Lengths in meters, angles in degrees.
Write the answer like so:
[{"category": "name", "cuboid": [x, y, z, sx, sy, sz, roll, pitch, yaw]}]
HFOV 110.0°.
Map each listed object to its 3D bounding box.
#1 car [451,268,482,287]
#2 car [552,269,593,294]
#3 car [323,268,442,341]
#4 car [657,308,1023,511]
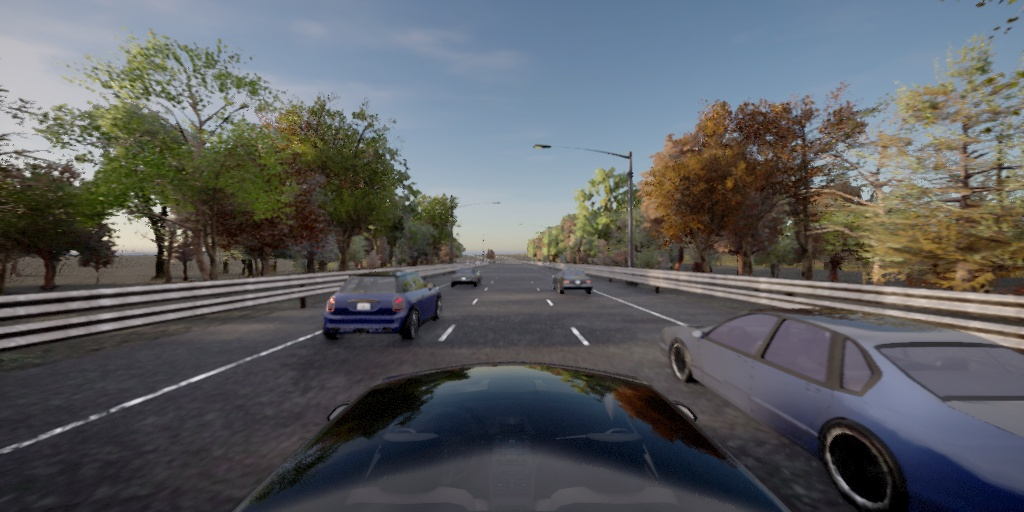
[{"category": "car", "cuboid": [-3.400, 1.591, 27.285, 1.994, 1.385, 4.181, 0, -1, 0]}, {"category": "car", "cuboid": [3.598, 1.517, 22.072, 2.033, 1.411, 5.357, 0, -1, 0]}, {"category": "car", "cuboid": [-3.403, 1.194, 10.363, 2.097, 1.767, 4.553, 0, -1, 0]}, {"category": "car", "cuboid": [3.590, 1.323, 4.149, 2.033, 1.411, 5.357, 0, -1, 0]}]
